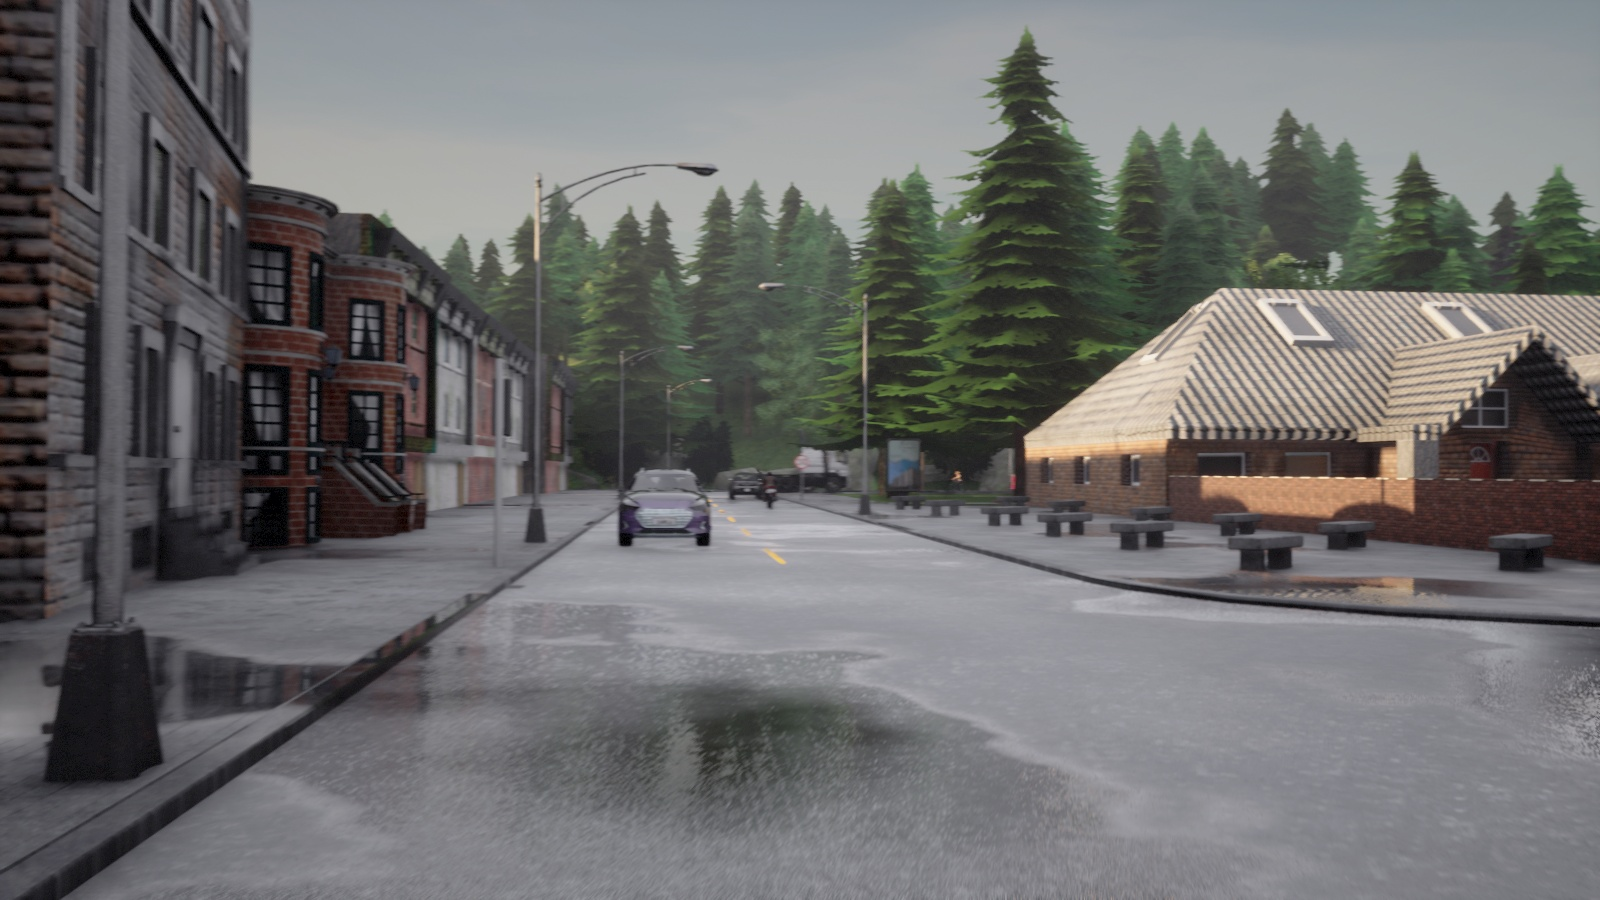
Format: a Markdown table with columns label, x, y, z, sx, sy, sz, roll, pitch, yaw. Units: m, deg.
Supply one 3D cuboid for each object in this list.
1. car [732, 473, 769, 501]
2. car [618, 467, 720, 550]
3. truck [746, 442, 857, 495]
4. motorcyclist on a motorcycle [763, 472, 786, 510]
| label | x | y | z | sx | sy | sz | roll | pitch | yaw |
| --- | --- | --- | --- | --- | --- | --- | --- | --- | --- |
| car | -2.771 | 2.001 | 69.369 | 1.816 | 1.474 | 4.193 | 0 | -1 | -5 |
| car | -2.850 | 1.216 | 27.584 | 2.033 | 1.649 | 4.856 | 0 | -1 | -6 |
| truck | 0.196 | 1.295 | 87.083 | 7.936 | 3.462 | 2.891 | 1 | -2 | -44 |
| motorcyclist on a motorcycle | -1.045 | 1.655 | 50.974 | 0.797 | 1.523 | 2.044 | 0 | -1 | -5 |
